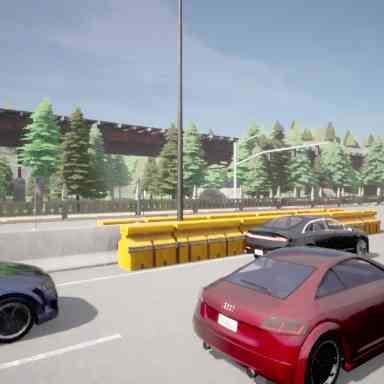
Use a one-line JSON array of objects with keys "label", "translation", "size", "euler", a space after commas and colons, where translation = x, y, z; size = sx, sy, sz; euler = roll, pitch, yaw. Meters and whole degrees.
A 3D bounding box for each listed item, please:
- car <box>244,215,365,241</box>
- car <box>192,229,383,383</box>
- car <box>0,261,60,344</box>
[{"label": "car", "translation": [3.859, 1.491, 10.804], "size": [4.902, 1.511, 2.128], "euler": [0, 0, -36]}, {"label": "car", "translation": [2.069, 1.564, 5.227], "size": [4.181, 1.385, 1.994], "euler": [0, 0, -35]}, {"label": "car", "translation": [-4.264, 1.564, 5.001], "size": [4.181, 1.385, 1.994], "euler": [0, 0, -36]}]
